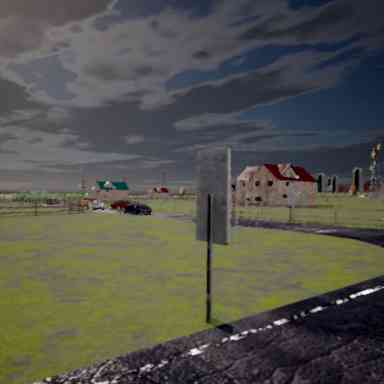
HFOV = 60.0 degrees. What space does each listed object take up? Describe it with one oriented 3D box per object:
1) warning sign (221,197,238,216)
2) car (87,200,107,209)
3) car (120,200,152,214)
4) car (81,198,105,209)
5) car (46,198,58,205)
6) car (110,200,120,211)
[{"bbox_3d":[3.785,1.433,33.949,1.300,1.860,1.060,2,-1,-36],"label":"warning sign"},{"bbox_3d":[-16.586,2.168,57.698,1.812,1.442,4.674,1,-2,-36],"label":"car"},{"bbox_3d":[-6.318,1.891,38.788,1.994,1.385,4.181,1,-1,-36],"label":"car"},{"bbox_3d":[-15.874,1.599,52.070,2.097,1.767,4.553,1,-2,-36],"label":"car"},{"bbox_3d":[-36.304,2.465,86.378,2.097,1.767,4.553,1,-2,-36],"label":"car"},{"bbox_3d":[-10.645,1.998,49.635,1.882,1.535,5.008,1,-2,-35],"label":"car"}]
